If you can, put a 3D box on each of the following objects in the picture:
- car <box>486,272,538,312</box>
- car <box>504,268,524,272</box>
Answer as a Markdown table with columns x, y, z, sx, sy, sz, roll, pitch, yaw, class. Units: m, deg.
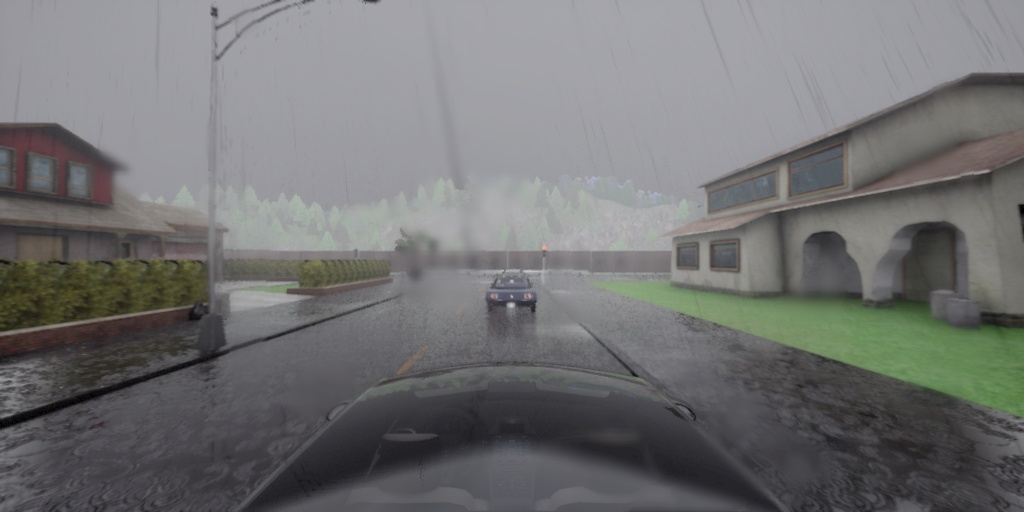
| x | y | z | sx | sy | sz | roll | pitch | yaw | class |
| --- | --- | --- | --- | --- | --- | --- | --- | --- | --- |
| 0.014 | 1.502 | 15.063 | 1.895 | 1.301 | 4.718 | 0 | -1 | 0 | car |
| 0.214 | 1.671 | 30.016 | 1.895 | 1.301 | 4.718 | 0 | -1 | 6 | car |
